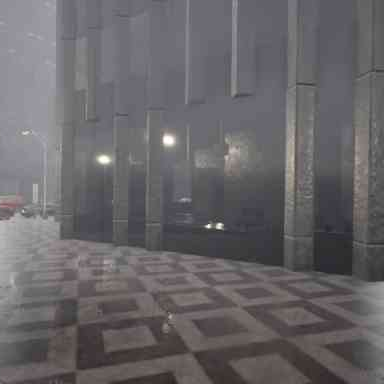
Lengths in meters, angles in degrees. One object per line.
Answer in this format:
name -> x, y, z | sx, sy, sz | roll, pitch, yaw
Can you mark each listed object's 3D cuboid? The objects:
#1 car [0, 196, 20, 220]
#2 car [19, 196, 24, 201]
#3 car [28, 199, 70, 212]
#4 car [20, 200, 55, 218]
car -> -17.075, 1.463, 26.682 | 2.192, 1.841, 5.009 | 1, 0, 35
car -> -20.749, 1.353, 36.228 | 2.192, 1.841, 5.009 | 1, 0, 35
car -> -17.483, 1.633, 40.828 | 1.947, 1.339, 4.313 | 1, 0, 35
car -> -13.809, 1.742, 31.283 | 1.947, 1.339, 4.313 | 1, 0, 35
